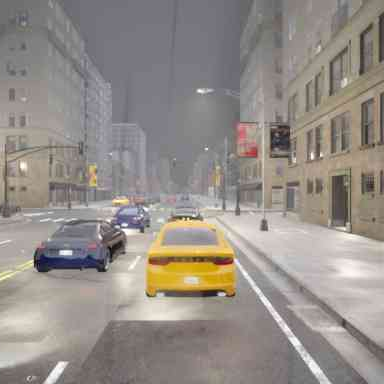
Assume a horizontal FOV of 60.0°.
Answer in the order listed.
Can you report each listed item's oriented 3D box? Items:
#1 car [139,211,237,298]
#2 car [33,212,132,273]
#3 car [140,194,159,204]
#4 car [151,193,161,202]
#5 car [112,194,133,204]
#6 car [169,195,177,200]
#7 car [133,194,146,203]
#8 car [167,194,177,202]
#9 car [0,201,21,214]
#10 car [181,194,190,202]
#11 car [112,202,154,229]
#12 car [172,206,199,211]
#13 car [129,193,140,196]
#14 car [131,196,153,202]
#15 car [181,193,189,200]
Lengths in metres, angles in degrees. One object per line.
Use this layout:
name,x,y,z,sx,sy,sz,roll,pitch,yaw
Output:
car,-0.052,1.480,8.604,1.882,1.535,5.008,0,0,-1
car,-3.353,1.566,10.742,1.994,1.385,4.181,0,0,-1
car,-7.801,1.573,60.755,2.033,1.411,5.357,0,0,-1
car,-7.963,1.253,71.230,2.150,2.045,5.566,0,0,-1
car,-10.887,1.500,51.151,1.882,1.535,5.008,0,0,-1
car,-5.118,1.438,90.609,2.033,1.411,5.357,0,0,-1
car,-11.210,1.383,71.075,2.097,1.767,4.553,0,0,-1
car,-4.907,1.381,80.578,2.097,1.767,4.553,0,0,-1
car,-19.578,1.555,33.514,4.181,1.385,1.994,0,0,-4
car,-1.658,1.381,80.646,2.097,1.767,4.553,0,0,-1
car,-3.530,1.532,19.484,1.812,1.442,4.674,0,0,-1
car,-0.350,1.510,18.085,1.837,1.490,4.892,0,0,-1
car,-11.060,1.247,61.086,2.150,2.045,5.566,0,0,-1
car,-7.633,1.623,51.112,1.895,1.301,4.718,0,0,-1
car,-1.868,1.253,90.647,2.097,1.767,4.553,0,0,-1
